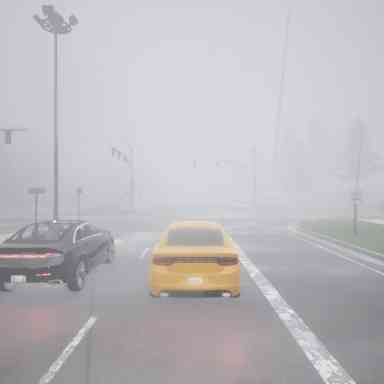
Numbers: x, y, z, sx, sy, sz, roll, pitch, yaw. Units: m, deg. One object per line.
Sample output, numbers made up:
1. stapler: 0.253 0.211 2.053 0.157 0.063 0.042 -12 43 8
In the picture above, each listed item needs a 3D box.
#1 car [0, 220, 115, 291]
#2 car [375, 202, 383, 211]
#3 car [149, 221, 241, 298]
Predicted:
1. car: -3.420 1.492 8.962 2.128 1.511 4.902 0 0 0
2. car: 24.222 1.491 39.153 4.902 1.511 2.128 0 0 0
3. car: 0.072 1.478 8.578 1.882 1.535 5.008 0 0 0
